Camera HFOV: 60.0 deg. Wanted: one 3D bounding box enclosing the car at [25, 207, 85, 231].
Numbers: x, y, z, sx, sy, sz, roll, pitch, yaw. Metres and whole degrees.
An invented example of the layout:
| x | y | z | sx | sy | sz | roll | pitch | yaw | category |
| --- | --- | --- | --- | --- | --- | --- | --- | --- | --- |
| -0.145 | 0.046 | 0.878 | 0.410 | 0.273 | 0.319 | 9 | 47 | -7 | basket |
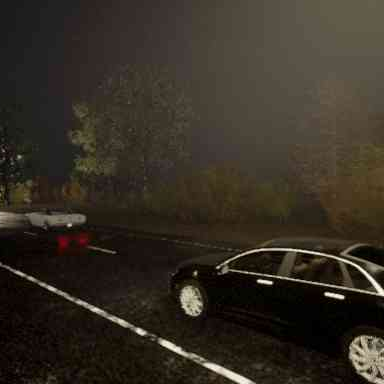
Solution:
| x | y | z | sx | sy | sz | roll | pitch | yaw | category |
| --- | --- | --- | --- | --- | --- | --- | --- | --- | --- |
| -8.473 | 1.578 | 20.275 | 4.718 | 1.301 | 1.895 | 0 | 0 | 44 | car |

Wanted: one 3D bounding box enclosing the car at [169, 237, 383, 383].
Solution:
| x | y | z | sx | sy | sz | roll | pitch | yaw | category |
| --- | --- | --- | --- | --- | --- | --- | --- | --- | --- |
| 1.671 | 1.497 | 5.345 | 4.892 | 1.490 | 1.837 | 0 | 0 | 44 | car |
